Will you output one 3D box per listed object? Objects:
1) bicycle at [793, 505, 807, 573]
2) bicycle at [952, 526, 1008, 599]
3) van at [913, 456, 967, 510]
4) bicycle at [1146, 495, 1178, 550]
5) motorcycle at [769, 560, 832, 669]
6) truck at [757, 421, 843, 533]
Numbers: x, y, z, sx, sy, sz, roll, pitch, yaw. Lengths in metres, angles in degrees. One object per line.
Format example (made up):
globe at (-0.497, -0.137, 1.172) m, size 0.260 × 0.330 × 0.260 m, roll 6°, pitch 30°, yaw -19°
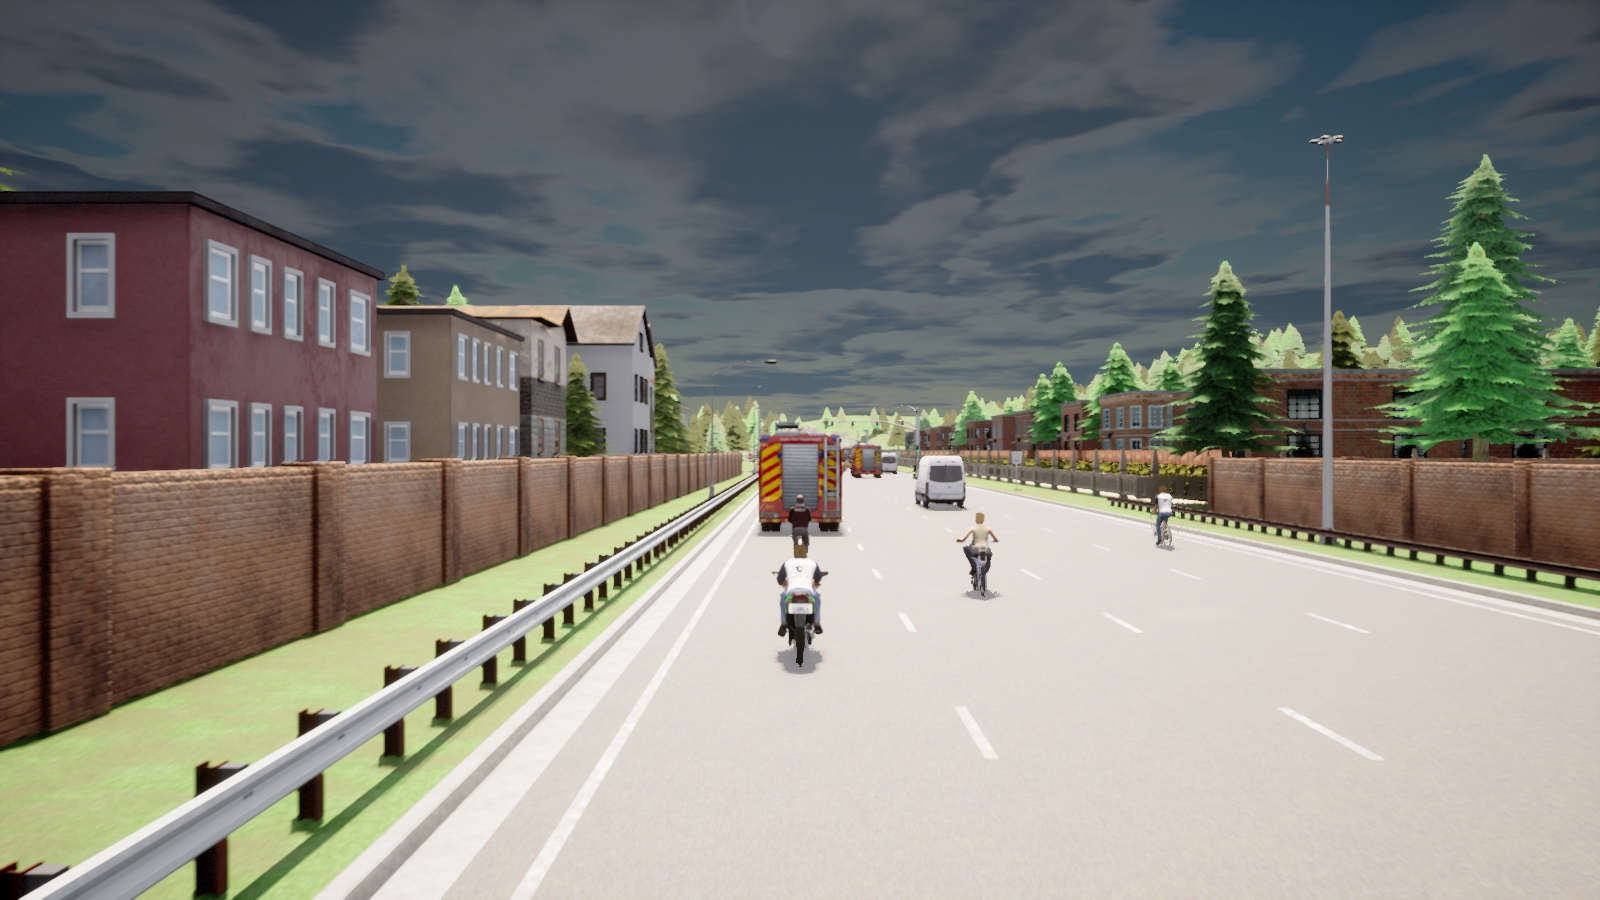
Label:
bicycle at (-0.003, 2.081, 27.176) m, size 0.329 × 1.471 × 1.835 m, roll 0°, pitch 0°, yaw 0°
bicycle at (3.503, 2.175, 22.363) m, size 0.859 × 1.277 × 1.487 m, roll 0°, pitch 0°, yaw 0°
van at (7.004, 1.578, 57.721) m, size 1.988 × 2.561 × 5.915 m, roll 0°, pitch 0°, yaw 0°
bicycle at (10.462, 2.081, 33.045) m, size 0.373 × 1.496 × 1.643 m, roll 0°, pitch 0°, yaw 0°
motorcycle at (0.002, 2.198, 15.578) m, size 0.803 × 1.199 × 2.033 m, roll 0°, pitch 0°, yaw 0°
truck at (0.001, 0.923, 43.025) m, size 2.891 × 3.827 × 8.468 m, roll 0°, pitch 0°, yaw 0°
